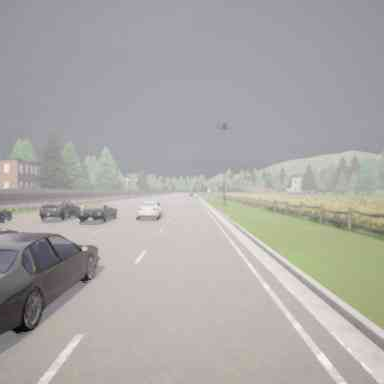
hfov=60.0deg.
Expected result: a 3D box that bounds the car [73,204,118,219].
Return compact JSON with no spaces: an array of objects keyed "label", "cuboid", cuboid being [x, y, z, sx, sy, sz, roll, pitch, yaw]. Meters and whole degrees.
[{"label":"car","cuboid":[-6.913,1.540,24.919,1.895,1.301,4.718,0,0,0]}]

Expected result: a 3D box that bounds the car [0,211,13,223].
[{"label":"car","cuboid":[-6.916,1.475,9.837,1.837,1.490,4.892,0,-2,0]}]

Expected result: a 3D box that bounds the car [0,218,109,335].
[{"label":"car","cuboid":[-3.431,1.531,6.697,2.033,1.411,5.357,0,0,0]}]

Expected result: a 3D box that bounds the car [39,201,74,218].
[{"label":"car","cuboid":[-10.408,1.427,26.576,2.128,1.511,4.902,0,0,0]}]

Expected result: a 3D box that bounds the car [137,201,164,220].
[{"label":"car","cuboid":[-3.411,1.458,27.577,1.812,1.442,4.674,0,0,0]}]
